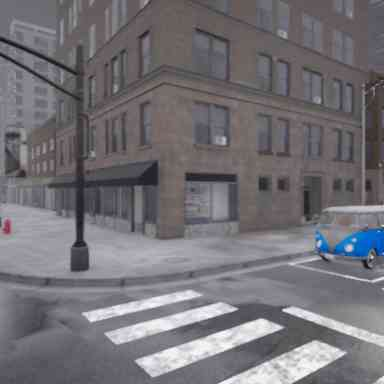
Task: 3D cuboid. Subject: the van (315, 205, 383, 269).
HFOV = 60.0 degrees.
[{"bbox_3d":[5.687,1.341,10.839,3.998,1.788,1.690,0,0,-36],"label":"van"}]
